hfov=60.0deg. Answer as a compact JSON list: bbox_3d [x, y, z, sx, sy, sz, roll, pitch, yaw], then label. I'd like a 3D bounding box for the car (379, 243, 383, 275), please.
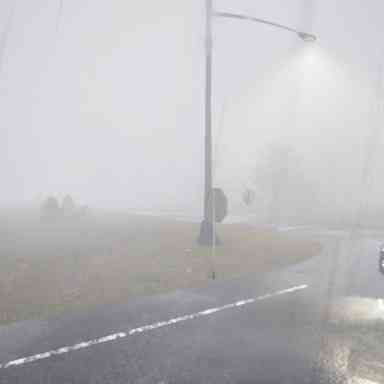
[{"bbox_3d":[6.932,1.335,8.792,4.553,1.767,2.097,0,0,-35],"label":"car"}]

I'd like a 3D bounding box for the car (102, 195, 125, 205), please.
[{"bbox_3d":[-13.074,1.245,56.172,2.097,1.767,4.553,0,0,-33],"label":"car"}]

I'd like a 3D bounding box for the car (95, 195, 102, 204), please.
[{"bbox_3d":[-16.304,1.374,60.909,2.128,1.511,4.902,0,0,-34],"label":"car"}]
